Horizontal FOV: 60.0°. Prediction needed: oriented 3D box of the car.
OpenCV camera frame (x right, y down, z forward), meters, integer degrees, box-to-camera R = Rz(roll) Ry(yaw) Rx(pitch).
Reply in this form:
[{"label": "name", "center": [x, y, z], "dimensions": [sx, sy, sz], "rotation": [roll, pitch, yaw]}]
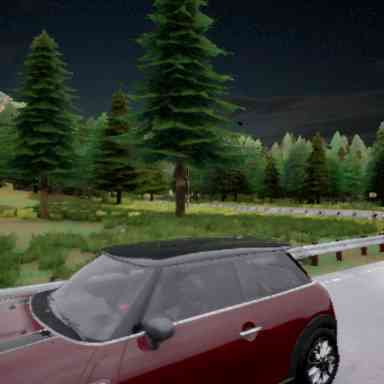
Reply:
[{"label": "car", "center": [-0.461, 1.363, 3.621], "dimensions": [4.553, 1.767, 2.097], "rotation": [0, 0, -35]}]
